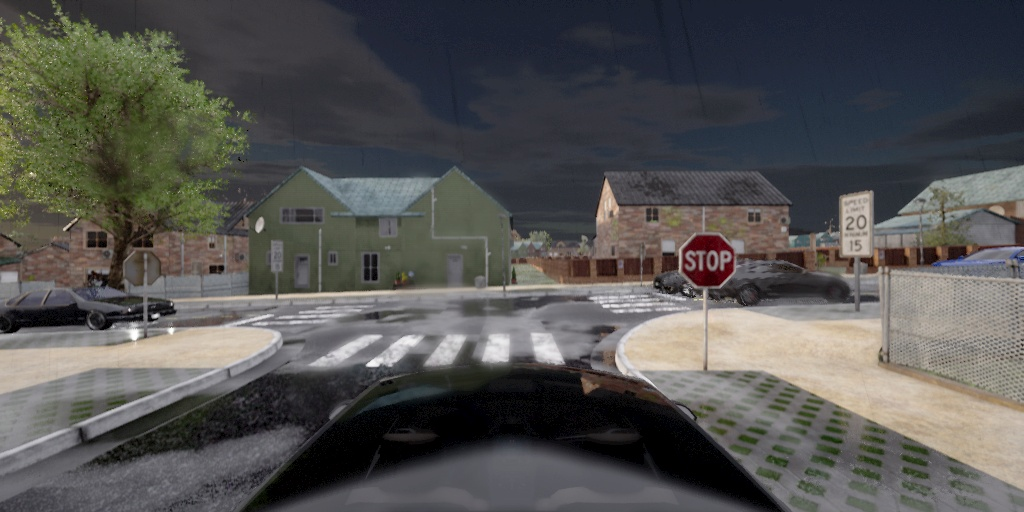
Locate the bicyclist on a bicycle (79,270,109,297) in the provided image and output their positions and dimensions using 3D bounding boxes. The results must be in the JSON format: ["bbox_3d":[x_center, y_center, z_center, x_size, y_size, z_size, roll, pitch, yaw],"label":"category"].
[{"bbox_3d":[-20.830,1.506,18.048,0.582,1.620,1.656,0,2,0],"label":"bicyclist on a bicycle"}]

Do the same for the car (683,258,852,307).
[{"bbox_3d":[8.701,0.848,12.176,4.674,1.442,1.812,-2,-1,-1],"label":"car"}]

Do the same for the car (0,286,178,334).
[{"bbox_3d":[-14.733,1.741,12.170,5.357,1.411,2.033,-2,0,0],"label":"car"}]

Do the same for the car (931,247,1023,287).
[{"bbox_3d":[20.456,0.387,14.846,5.008,1.535,1.882,-2,0,0],"label":"car"}]

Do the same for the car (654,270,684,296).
[{"bbox_3d":[8.464,0.848,14.940,4.892,1.490,1.837,-2,0,0],"label":"car"}]
